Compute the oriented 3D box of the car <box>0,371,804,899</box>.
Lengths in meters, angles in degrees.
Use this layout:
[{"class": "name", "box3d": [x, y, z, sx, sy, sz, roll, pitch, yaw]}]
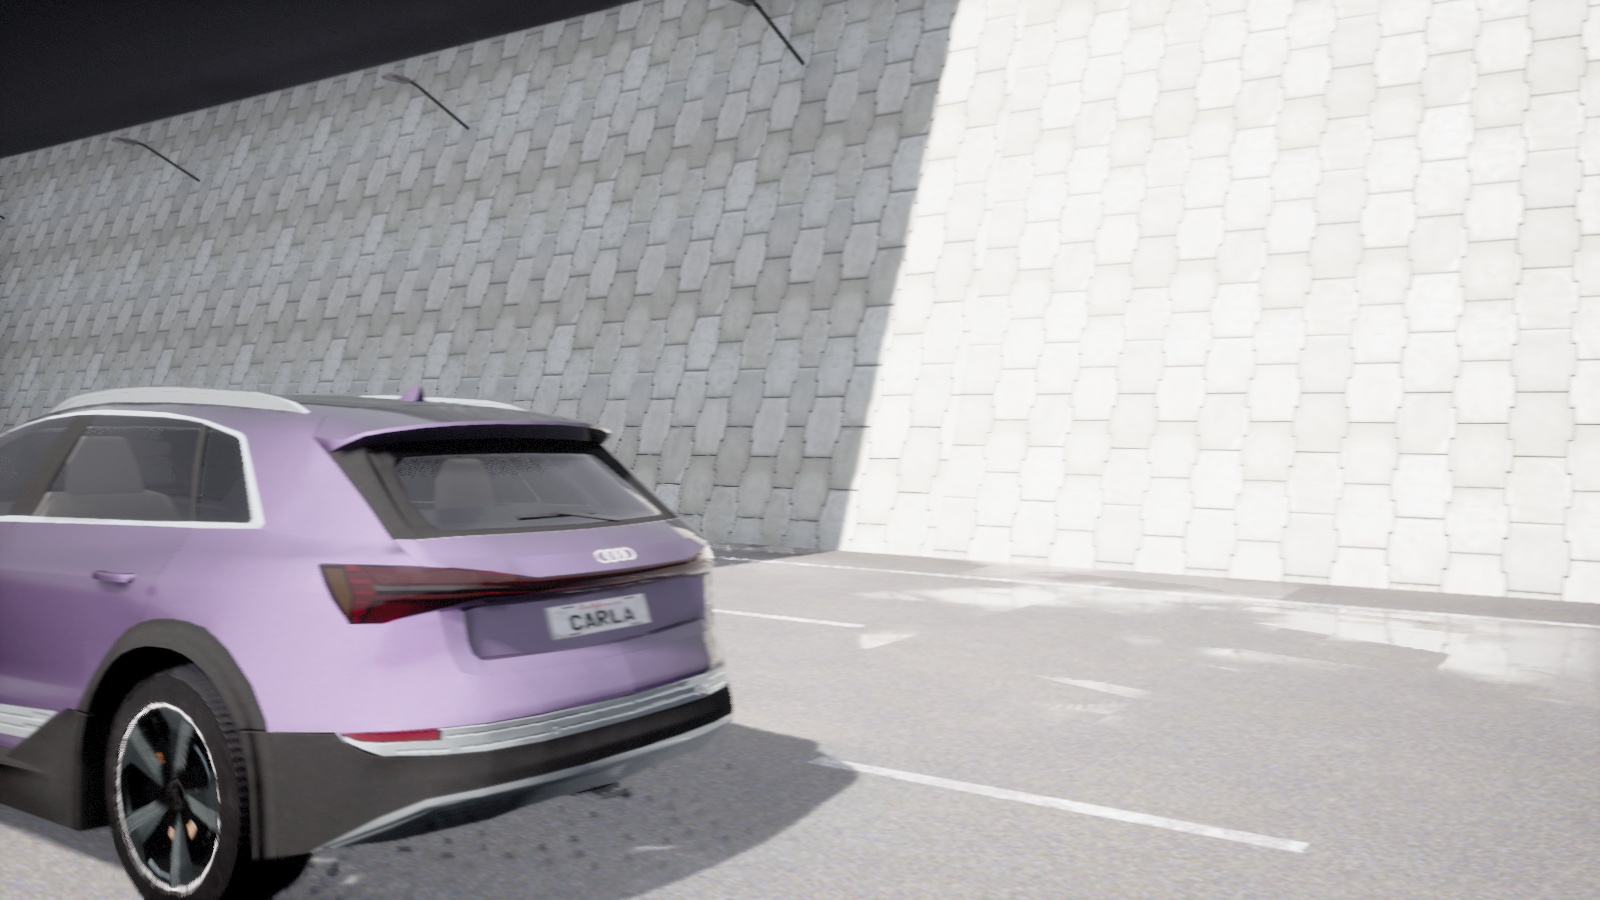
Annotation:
[{"class": "car", "box3d": [-2.577, 0.612, 5.334, 4.856, 1.649, 2.033, 0, 1, 34]}]
